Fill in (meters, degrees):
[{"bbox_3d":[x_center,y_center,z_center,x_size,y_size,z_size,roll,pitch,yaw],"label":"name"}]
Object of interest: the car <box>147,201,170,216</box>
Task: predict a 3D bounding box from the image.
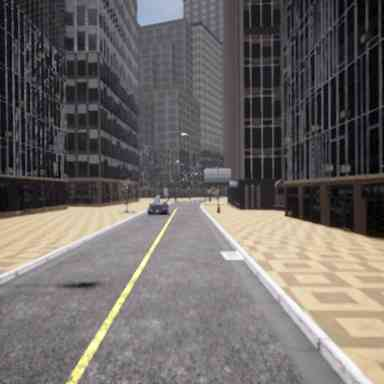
[{"bbox_3d":[-3.246,1.563,32.776,1.994,1.385,4.181,-1,0,-1],"label":"car"}]
